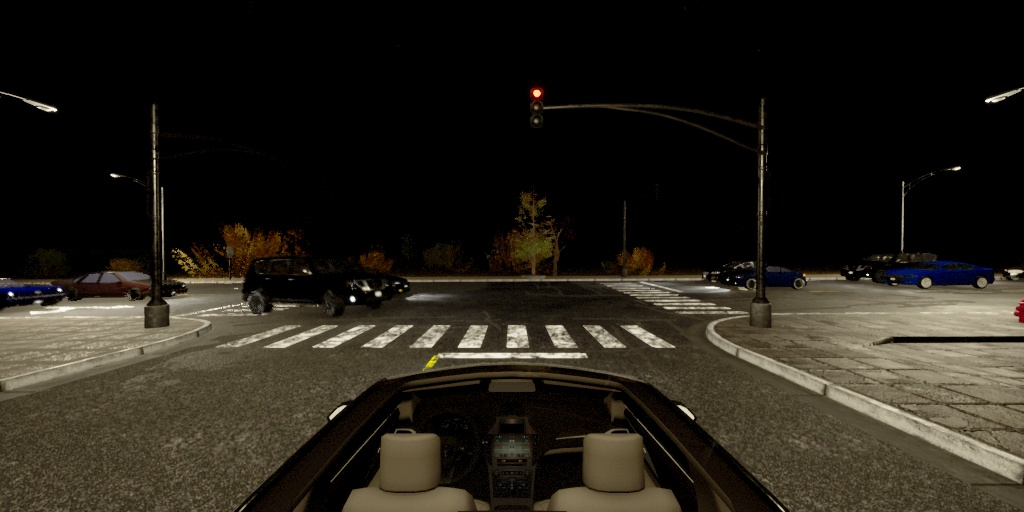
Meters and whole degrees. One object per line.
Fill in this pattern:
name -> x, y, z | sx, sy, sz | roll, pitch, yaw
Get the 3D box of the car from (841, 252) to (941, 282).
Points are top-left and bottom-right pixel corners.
car -> 25.403, 0.736, 23.932 | 5.566, 2.045, 2.150 | -1, 1, 1

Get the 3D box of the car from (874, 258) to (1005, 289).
car -> 24.483, 1.040, 20.693 | 5.008, 1.535, 1.882 | 0, 1, 0

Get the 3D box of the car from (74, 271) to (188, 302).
car -> -19.257, 1.432, 17.596 | 5.357, 1.411, 2.033 | 0, 1, 0

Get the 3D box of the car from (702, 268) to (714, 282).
car -> 15.379, 1.068, 24.017 | 4.902, 1.511, 2.128 | 0, 1, 0

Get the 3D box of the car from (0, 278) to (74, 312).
car -> -21.150, 1.538, 14.364 | 4.718, 1.301, 1.895 | 0, 1, 0

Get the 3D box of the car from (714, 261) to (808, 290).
car -> 14.497, 1.187, 20.775 | 4.181, 1.385, 1.994 | 0, 1, 0

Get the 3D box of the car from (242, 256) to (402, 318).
car -> -7.160, 1.005, 13.111 | 5.566, 2.045, 2.150 | -2, -1, 19

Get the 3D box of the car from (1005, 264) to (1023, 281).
car -> 35.887, 0.946, 23.838 | 4.902, 1.511, 2.128 | 0, 1, 1

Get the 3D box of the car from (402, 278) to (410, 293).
car -> -7.187, 1.316, 17.512 | 4.181, 1.385, 1.994 | -1, 0, 1
